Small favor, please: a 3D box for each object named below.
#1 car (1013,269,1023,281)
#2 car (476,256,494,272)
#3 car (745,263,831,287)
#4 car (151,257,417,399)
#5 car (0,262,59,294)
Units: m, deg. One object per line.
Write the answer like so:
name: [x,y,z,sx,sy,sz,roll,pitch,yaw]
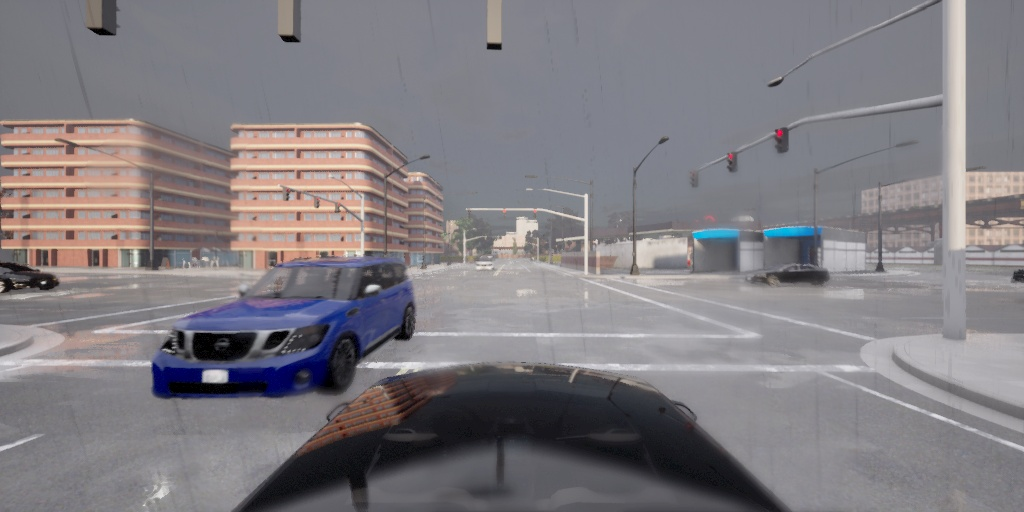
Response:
car: [41.629,1.346,28.298,4.718,1.301,1.895,0,0,-27]
car: [-3.497,1.079,47.285,2.150,2.045,5.566,0,1,0]
car: [18.206,1.238,23.794,4.902,1.511,2.128,0,0,0]
car: [-3.495,1.047,6.982,2.150,2.045,5.566,0,0,0]
car: [-25.940,1.052,18.052,4.892,1.490,1.837,1,0,1]
